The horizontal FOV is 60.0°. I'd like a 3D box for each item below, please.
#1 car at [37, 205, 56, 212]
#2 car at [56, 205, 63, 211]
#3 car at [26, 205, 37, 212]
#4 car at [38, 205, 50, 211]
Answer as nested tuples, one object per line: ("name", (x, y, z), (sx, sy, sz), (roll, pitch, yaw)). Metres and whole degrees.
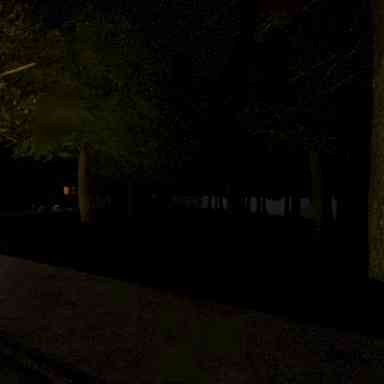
("car", (-33.742, 3.789, 77.347), (1.837, 1.490, 4.892), (0, -2, -10))
("car", (-35.468, 4.131, 87.629), (2.128, 1.511, 4.902), (0, -2, -10))
("car", (-37.010, 3.811, 77.187), (1.837, 1.490, 4.892), (0, -2, -10))
("car", (-38.673, 4.165, 87.090), (1.994, 1.385, 4.181), (0, -2, -10))
